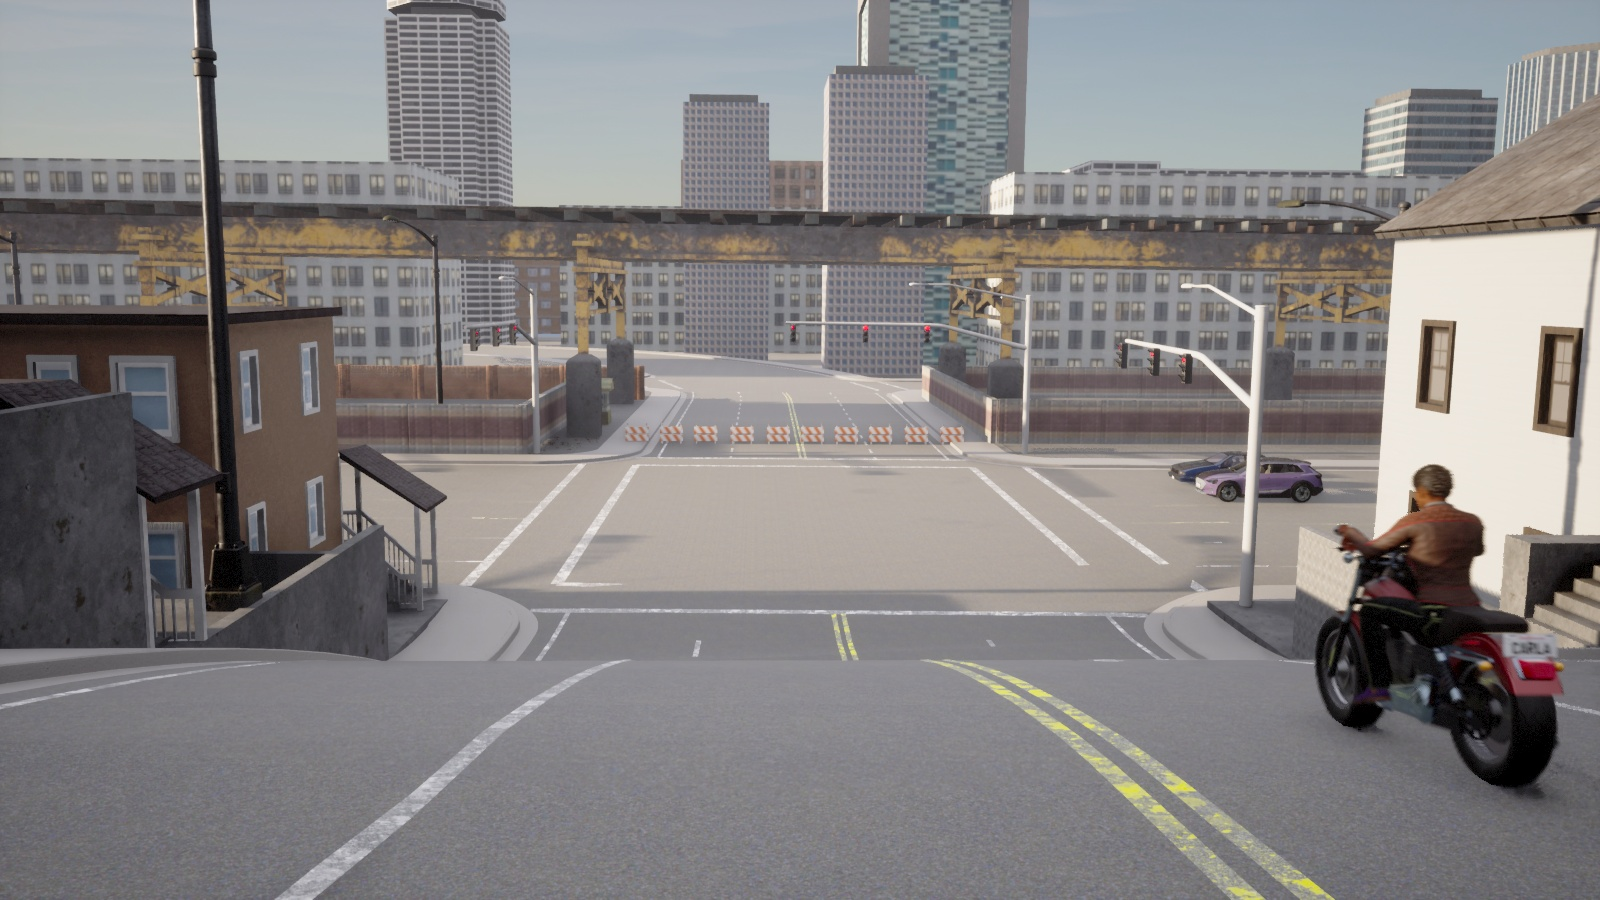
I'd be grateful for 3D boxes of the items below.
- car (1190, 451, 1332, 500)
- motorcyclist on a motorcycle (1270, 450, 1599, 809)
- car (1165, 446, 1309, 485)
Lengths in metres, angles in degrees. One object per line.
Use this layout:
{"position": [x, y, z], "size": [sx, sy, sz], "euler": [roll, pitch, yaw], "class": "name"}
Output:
{"position": [18.341, 0.991, 50.133], "size": [4.856, 1.649, 2.033], "euler": [0, 8, 0], "class": "car"}
{"position": [3.462, 0.876, 6.983], "size": [0.766, 1.649, 2.350], "euler": [0, -3, -1], "class": "motorcyclist on a motorcycle"}
{"position": [18.606, 0.645, 53.622], "size": [5.357, 1.411, 2.033], "euler": [0, 8, 0], "class": "car"}
